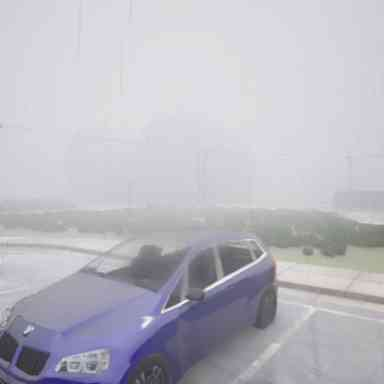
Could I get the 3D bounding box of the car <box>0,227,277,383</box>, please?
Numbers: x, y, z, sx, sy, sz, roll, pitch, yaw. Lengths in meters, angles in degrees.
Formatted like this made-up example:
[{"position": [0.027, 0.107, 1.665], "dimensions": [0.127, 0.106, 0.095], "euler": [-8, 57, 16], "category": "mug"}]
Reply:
[{"position": [-0.404, 1.476, 5.035], "dimensions": [2.242, 1.667, 4.611], "euler": [0, 0, 36], "category": "car"}]
